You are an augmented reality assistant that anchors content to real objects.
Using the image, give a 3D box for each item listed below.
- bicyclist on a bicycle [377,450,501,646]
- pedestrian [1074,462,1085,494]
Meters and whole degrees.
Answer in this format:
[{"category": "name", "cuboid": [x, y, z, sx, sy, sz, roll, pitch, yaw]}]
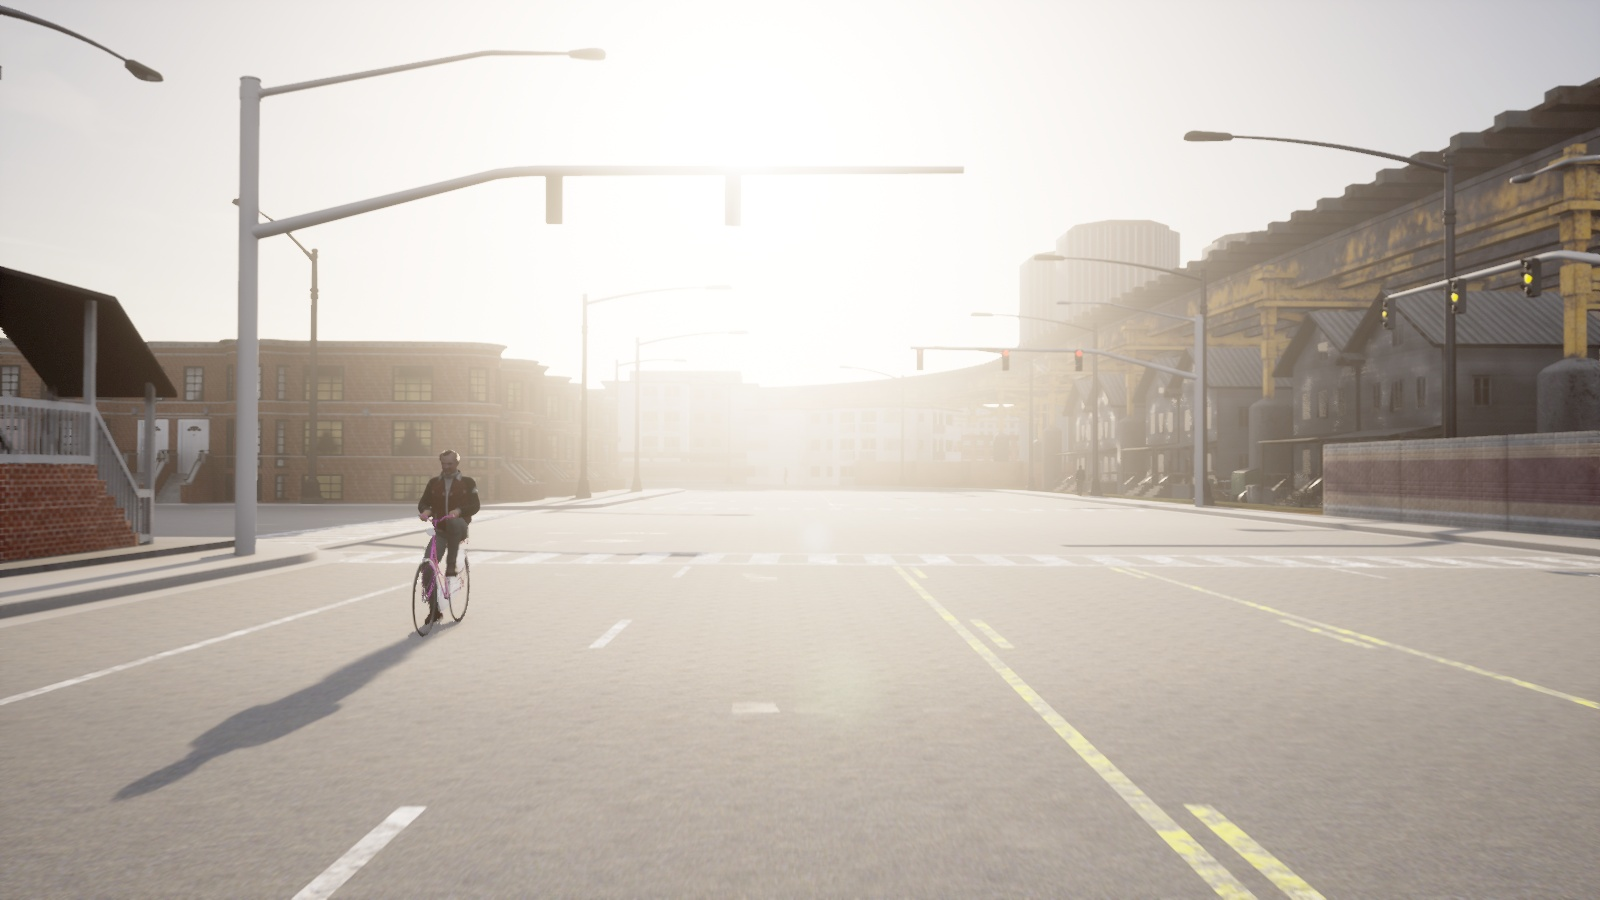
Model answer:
[{"category": "bicyclist on a bicycle", "cuboid": [-3.492, 0.906, 12.302, 0.659, 1.776, 1.843, 0, -1, 1]}, {"category": "pedestrian", "cuboid": [16.176, 1.628, 72.666, 0.431, 1.840, 0.703, 0, -1, -3]}]
